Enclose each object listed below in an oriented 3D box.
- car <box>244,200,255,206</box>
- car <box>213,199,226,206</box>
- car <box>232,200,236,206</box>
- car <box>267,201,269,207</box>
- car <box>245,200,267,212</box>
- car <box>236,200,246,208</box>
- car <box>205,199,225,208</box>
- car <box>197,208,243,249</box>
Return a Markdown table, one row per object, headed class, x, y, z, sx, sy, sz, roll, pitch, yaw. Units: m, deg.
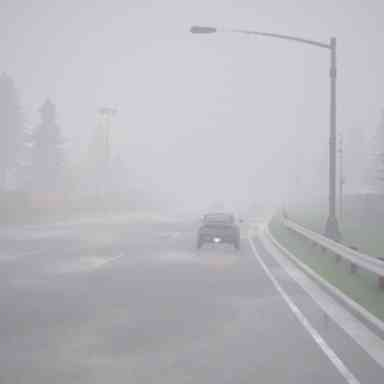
| class | x | y | z | sx | sy | sz | roll | pitch | yaw |
| --- | --- | --- | --- | --- | --- | --- | --- | --- | --- |
| car | 13.397 | 2.531 | 77.389 | 1.895 | 1.301 | 4.718 | 0 | -1 | 15 |
| car | 6.640 | 2.402 | 79.215 | 2.128 | 1.511 | 4.902 | 0 | -1 | 15 |
| car | 10.856 | 2.621 | 81.356 | 2.033 | 1.411 | 5.357 | 0 | -1 | 15 |
| car | 16.802 | 2.621 | 76.571 | 1.812 | 1.442 | 4.674 | 0 | -1 | 15 |
| car | 9.730 | 2.254 | 50.440 | 2.033 | 1.411 | 5.357 | 0 | -1 | 15 |
| car | 10.630 | 2.392 | 67.313 | 1.882 | 1.535 | 5.008 | 0 | -1 | 15 |
| car | 4.278 | 2.209 | 57.023 | 2.128 | 1.511 | 4.902 | 0 | -1 | 15 |
| car | 1.340 | 1.706 | 15.722 | 1.837 | 1.490 | 4.892 | 0 | -1 | 8 |
